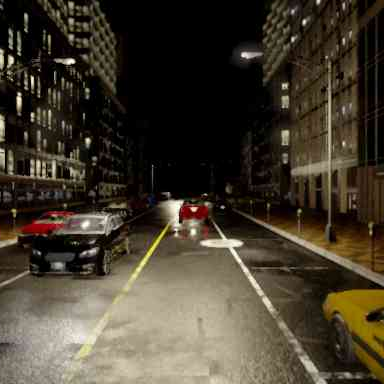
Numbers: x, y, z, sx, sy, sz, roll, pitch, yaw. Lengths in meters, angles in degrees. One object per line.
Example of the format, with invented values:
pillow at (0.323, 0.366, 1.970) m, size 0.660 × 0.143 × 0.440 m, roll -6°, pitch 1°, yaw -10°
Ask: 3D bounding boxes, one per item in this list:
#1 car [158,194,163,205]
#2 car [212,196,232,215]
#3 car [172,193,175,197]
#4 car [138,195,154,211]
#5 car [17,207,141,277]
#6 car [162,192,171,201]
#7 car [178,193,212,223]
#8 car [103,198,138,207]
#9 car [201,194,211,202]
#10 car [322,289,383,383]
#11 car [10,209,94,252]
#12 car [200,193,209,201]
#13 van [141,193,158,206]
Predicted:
car at (-5.685, 1.271, 48.275) m, size 1.802 × 1.307 × 4.206 m, roll 0°, pitch 0°, yaw 0°
car at (2.695, 1.368, 31.185) m, size 1.947 × 1.339 × 4.313 m, roll 0°, pitch 0°, yaw 0°
car at (-5.683, 1.060, 76.735) m, size 1.947 × 1.339 × 4.313 m, roll 0°, pitch 0°, yaw 0°
car at (-5.685, 1.310, 36.890) m, size 1.887 × 1.381 × 4.507 m, roll 0°, pitch 0°, yaw 0°
car at (-3.100, 1.428, 10.146) m, size 2.128 × 1.511 × 4.902 m, roll 0°, pitch 0°, yaw 0°
car at (-5.683, 1.013, 65.349) m, size 1.967 × 1.590 × 4.097 m, roll 0°, pitch 0°, yaw 0°
car at (0.103, 1.200, 24.119) m, size 2.097 × 1.767 × 4.553 m, roll 0°, pitch 0°, yaw -1°
car at (-5.686, 1.390, 25.506) m, size 2.008 × 1.369 × 4.403 m, roll 0°, pitch 0°, yaw 0°
car at (2.697, 1.155, 65.335) m, size 1.802 × 1.307 × 4.206 m, roll 0°, pitch 0°, yaw 0°
car at (2.694, 1.507, 2.894) m, size 1.752 × 1.417 × 4.829 m, roll 0°, pitch 0°, yaw 0°
car at (-5.686, 1.493, 14.120) m, size 1.802 × 1.307 × 4.206 m, roll 0°, pitch 0°, yaw 0°
car at (2.698, 1.058, 71.197) m, size 1.752 × 1.417 × 4.829 m, roll 0°, pitch 0°, yaw 0°
van at (-5.684, 1.069, 42.581) m, size 1.690 × 1.788 × 3.998 m, roll 0°, pitch 0°, yaw 0°
